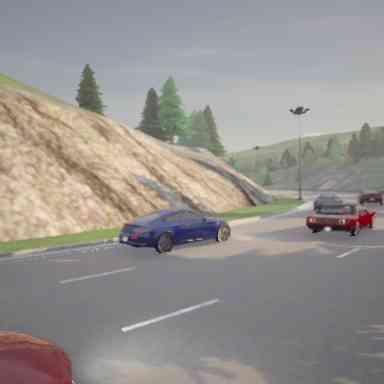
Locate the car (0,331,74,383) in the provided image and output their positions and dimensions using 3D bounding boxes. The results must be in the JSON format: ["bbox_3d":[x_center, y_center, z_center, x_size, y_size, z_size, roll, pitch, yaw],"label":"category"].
[{"bbox_3d":[-3.027,1.571,1.701,4.674,1.442,1.812,-2,1,-35],"label":"car"}]

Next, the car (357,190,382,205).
[{"bbox_3d":[18.413,0.497,34.616,1.882,1.535,5.008,-1,1,21],"label":"car"}]

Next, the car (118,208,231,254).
[{"bbox_3d":[-0.544,1.337,12.690,4.674,1.442,1.812,-2,1,-42],"label":"car"}]

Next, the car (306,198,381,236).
[{"bbox_3d":[7.114,1.188,15.564,1.895,1.301,4.718,-1,1,41],"label":"car"}]

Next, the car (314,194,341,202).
[{"bbox_3d":[11.525,0.847,28.103,1.994,1.385,4.181,-1,1,29],"label":"car"}]
